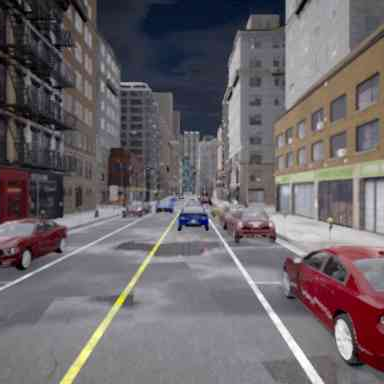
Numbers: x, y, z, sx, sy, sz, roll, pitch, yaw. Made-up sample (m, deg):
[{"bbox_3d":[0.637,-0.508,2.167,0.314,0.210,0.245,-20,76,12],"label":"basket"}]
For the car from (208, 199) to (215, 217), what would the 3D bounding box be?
[{"bbox_3d":[2.837,1.710,33.376,1.752,1.417,4.829,-1,0,0],"label":"car"}]

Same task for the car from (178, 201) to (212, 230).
[{"bbox_3d":[0.089,1.594,21.984,1.882,1.535,5.008,0,0,0],"label":"car"}]

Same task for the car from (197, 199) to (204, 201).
[{"bbox_3d":[0.087,1.816,38.218,1.895,1.301,4.718,0,0,0],"label":"car"}]

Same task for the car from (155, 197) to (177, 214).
[{"bbox_3d":[-3.058,1.692,38.070,1.882,1.535,5.008,0,-1,1],"label":"car"}]

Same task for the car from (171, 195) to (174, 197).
[{"bbox_3d":[-5.704,2.005,76.572,1.752,1.417,4.829,-1,0,0],"label":"car"}]

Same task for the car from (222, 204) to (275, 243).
[{"bbox_3d":[2.843,1.527,16.715,1.967,1.590,4.097,-1,0,0],"label":"car"}]

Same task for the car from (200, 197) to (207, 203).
[{"bbox_3d":[2.823,2.045,82.501,1.752,1.417,4.829,-1,0,0],"label":"car"}]

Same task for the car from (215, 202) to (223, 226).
[{"bbox_3d":[2.840,1.558,22.212,1.967,1.590,4.097,-1,0,0],"label":"car"}]

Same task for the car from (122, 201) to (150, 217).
[{"bbox_3d":[-5.689,1.623,33.202,1.967,1.590,4.097,-1,0,0],"label":"car"}]

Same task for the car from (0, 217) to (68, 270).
[{"bbox_3d":[-5.679,1.602,11.214,1.887,1.381,4.507,-1,0,0],"label":"car"}]

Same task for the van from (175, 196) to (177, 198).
[{"bbox_3d":[-5.711,1.896,87.915,1.690,1.788,3.998,-1,0,0],"label":"van"}]

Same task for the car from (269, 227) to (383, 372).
[{"bbox_3d":[2.848,1.574,5.721,1.887,1.381,4.507,-1,0,0],"label":"car"}]

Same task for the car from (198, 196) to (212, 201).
[{"bbox_3d":[2.823,1.719,65.575,2.192,1.841,5.009,-1,0,0],"label":"car"}]

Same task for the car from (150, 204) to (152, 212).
[{"bbox_3d":[-5.690,1.784,38.698,1.947,1.339,4.313,-1,0,0],"label":"car"}]
